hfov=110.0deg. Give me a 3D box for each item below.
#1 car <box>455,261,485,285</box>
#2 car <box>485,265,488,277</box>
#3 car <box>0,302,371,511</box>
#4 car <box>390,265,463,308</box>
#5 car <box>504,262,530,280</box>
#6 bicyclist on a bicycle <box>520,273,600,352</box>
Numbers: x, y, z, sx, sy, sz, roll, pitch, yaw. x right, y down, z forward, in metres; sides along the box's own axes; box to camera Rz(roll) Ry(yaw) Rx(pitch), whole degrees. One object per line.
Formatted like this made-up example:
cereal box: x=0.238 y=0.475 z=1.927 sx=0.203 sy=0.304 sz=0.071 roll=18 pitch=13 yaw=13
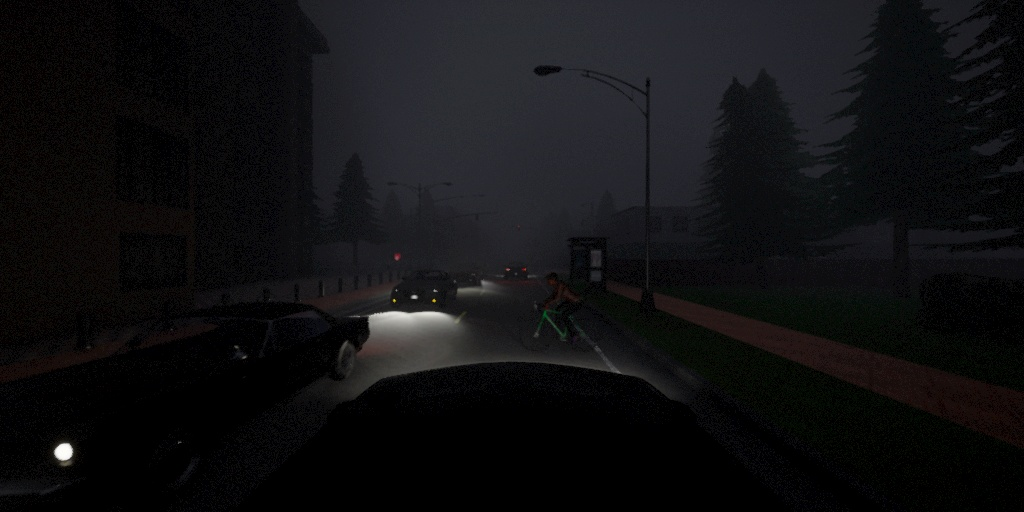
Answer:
car: x=-3.239 y=1.149 z=25.219 sx=1.882 sy=1.535 sz=5.008 roll=0 pitch=0 yaw=1
car: x=-3.162 y=1.246 z=31.576 sx=1.895 sy=1.301 sz=4.718 roll=0 pitch=0 yaw=1
car: x=-3.584 y=1.336 z=4.458 sx=1.895 sy=1.301 sz=4.718 roll=0 pitch=0 yaw=1
car: x=-3.455 y=1.265 z=14.733 sx=1.994 sy=1.385 sz=4.181 roll=0 pitch=0 yaw=1
car: x=0.345 y=1.183 z=29.729 sx=1.812 sy=1.442 sz=4.674 roll=0 pitch=0 yaw=1
bicyclist on a bicycle: x=0.979 y=1.167 z=7.355 sx=1.656 sy=1.620 sz=0.582 roll=0 pitch=0 yaw=1
